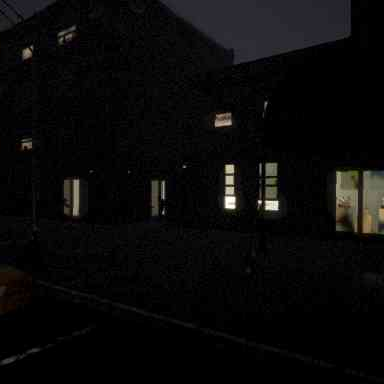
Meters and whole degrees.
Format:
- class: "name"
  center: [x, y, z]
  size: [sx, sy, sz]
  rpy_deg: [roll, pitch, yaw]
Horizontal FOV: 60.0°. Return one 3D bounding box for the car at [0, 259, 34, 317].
- class: "car"
  center: [-4.951, 1.523, 6.403]
  size: [4.829, 1.417, 1.752]
  rpy_deg: [0, 1, 36]
